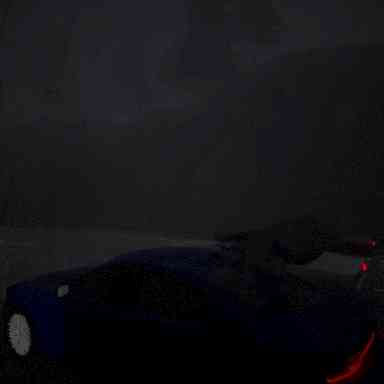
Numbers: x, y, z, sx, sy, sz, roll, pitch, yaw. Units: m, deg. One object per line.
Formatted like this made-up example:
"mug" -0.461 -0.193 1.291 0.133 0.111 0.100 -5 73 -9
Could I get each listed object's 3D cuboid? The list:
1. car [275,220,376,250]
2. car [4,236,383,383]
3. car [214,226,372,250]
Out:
"car" 2.993 1.522 10.403 4.718 1.301 1.895 0 0 34
"car" -0.416 1.452 4.223 5.008 1.535 1.882 0 0 34
"car" 1.179 1.548 7.406 4.718 1.301 1.895 0 0 34
